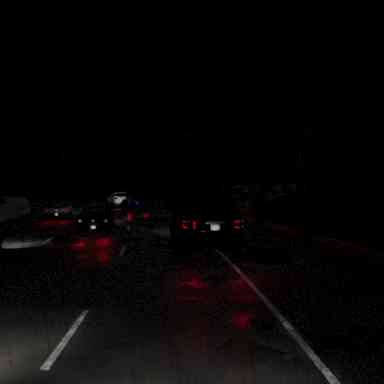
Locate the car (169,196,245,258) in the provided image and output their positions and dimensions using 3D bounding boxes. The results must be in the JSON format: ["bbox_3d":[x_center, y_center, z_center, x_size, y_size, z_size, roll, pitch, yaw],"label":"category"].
[{"bbox_3d":[0.384,1.151,12.710,2.150,2.045,5.566,0,0,-7],"label":"car"}]

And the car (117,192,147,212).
[{"bbox_3d":[-6.385,1.164,36.036,2.097,1.767,4.553,0,0,-21],"label":"car"}]

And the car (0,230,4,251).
[{"bbox_3d":[-7.686,1.485,10.351,1.812,1.442,4.674,0,0,-6],"label":"car"}]

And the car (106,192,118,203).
[{"bbox_3d":[-10.297,0.989,45.812,2.150,2.045,5.566,0,1,-27],"label":"car"}]

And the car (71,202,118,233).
[{"bbox_3d":[-5.493,1.505,19.265,1.895,1.301,4.718,0,0,-11],"label":"car"}]

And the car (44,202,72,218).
[{"bbox_3d":[-11.316,1.467,28.350,1.895,1.301,4.718,0,0,-16],"label":"car"}]
